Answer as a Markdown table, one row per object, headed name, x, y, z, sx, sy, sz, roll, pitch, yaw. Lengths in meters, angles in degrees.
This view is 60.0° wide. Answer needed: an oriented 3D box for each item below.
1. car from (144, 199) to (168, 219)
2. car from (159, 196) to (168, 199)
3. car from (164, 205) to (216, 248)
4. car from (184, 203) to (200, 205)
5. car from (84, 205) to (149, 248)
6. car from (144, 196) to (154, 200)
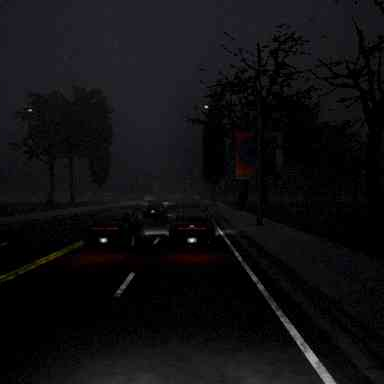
| name | x | y | z | sx | sy | sz | roll | pitch | yaw |
| --- | --- | --- | --- | --- | --- | --- | --- | --- | --- |
| car | -3.250 | 1.604 | 29.651 | 1.994 | 1.385 | 4.181 | 0 | 0 | 0 |
| car | -6.500 | 1.677 | 76.163 | 1.994 | 1.385 | 4.181 | 0 | 0 | 0 |
| car | 0.000 | 1.522 | 14.650 | 1.837 | 1.490 | 4.892 | 0 | 0 | 0 |
| car | 0.000 | 1.648 | 29.681 | 1.895 | 1.301 | 4.718 | 0 | 0 | 0 |
| car | -3.250 | 1.522 | 14.650 | 1.837 | 1.490 | 4.892 | 0 | 0 | 0 |
| car | -9.750 | 1.648 | 76.163 | 1.812 | 1.442 | 4.674 | 0 | 0 | 0 |
